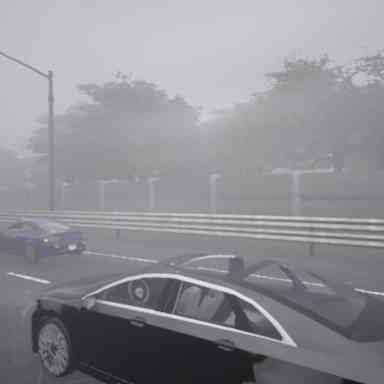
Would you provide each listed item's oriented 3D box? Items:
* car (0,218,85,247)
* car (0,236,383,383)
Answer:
[{"bbox_3d":[-5.865,1.701,12.373,4.674,1.442,1.812,-1,-1,35],"label":"car"},{"bbox_3d":[0.013,1.516,3.962,4.902,1.511,2.128,-1,0,35],"label":"car"}]
